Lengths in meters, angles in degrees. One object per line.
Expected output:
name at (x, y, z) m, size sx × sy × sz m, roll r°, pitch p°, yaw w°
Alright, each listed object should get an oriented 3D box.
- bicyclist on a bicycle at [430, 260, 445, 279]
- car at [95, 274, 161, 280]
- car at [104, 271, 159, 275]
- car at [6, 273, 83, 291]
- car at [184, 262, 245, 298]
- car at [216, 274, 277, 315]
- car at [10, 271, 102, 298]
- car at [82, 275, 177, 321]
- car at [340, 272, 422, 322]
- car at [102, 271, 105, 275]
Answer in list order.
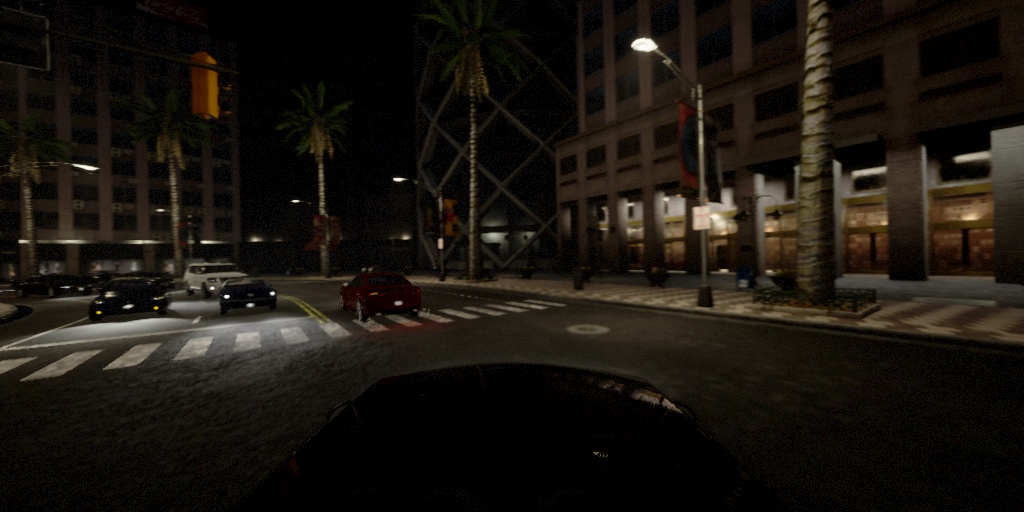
bicyclist on a bicycle at (-6.593, 1.216, 31.817) m, size 0.582 × 1.620 × 1.656 m, roll -1°, pitch 0°, yaw 41°
car at (-21.685, 1.881, 20.469) m, size 4.718 × 1.301 × 1.895 m, roll -1°, pitch 0°, yaw 32°
car at (-27.845, 1.936, 27.151) m, size 4.892 × 1.490 × 1.837 m, roll -1°, pitch 0°, yaw 16°
car at (-42.020, 2.340, 32.315) m, size 4.181 × 1.385 × 1.994 m, roll -1°, pitch 0°, yaw -3°
car at (-18.522, 1.425, 22.483) m, size 5.566 × 2.045 × 2.150 m, roll -1°, pitch 0°, yaw 35°
car at (-11.578, 1.635, 15.655) m, size 1.895 × 1.301 × 4.718 m, roll -1°, pitch 0°, yaw -39°
car at (-31.297, 2.019, 24.551) m, size 4.892 × 1.490 × 1.837 m, roll -1°, pitch 0°, yaw 12°
car at (-15.236, 1.686, 14.549) m, size 1.994 × 1.385 × 4.181 m, roll -1°, pitch 0°, yaw -40°
car at (-4.961, 1.350, 13.191) m, size 1.882 × 1.535 × 5.008 m, roll -1°, pitch 0°, yaw -35°
car at (-41.459, 2.254, 35.802) m, size 4.902 × 1.511 × 2.128 m, roll -2°, pitch 0°, yaw -3°
